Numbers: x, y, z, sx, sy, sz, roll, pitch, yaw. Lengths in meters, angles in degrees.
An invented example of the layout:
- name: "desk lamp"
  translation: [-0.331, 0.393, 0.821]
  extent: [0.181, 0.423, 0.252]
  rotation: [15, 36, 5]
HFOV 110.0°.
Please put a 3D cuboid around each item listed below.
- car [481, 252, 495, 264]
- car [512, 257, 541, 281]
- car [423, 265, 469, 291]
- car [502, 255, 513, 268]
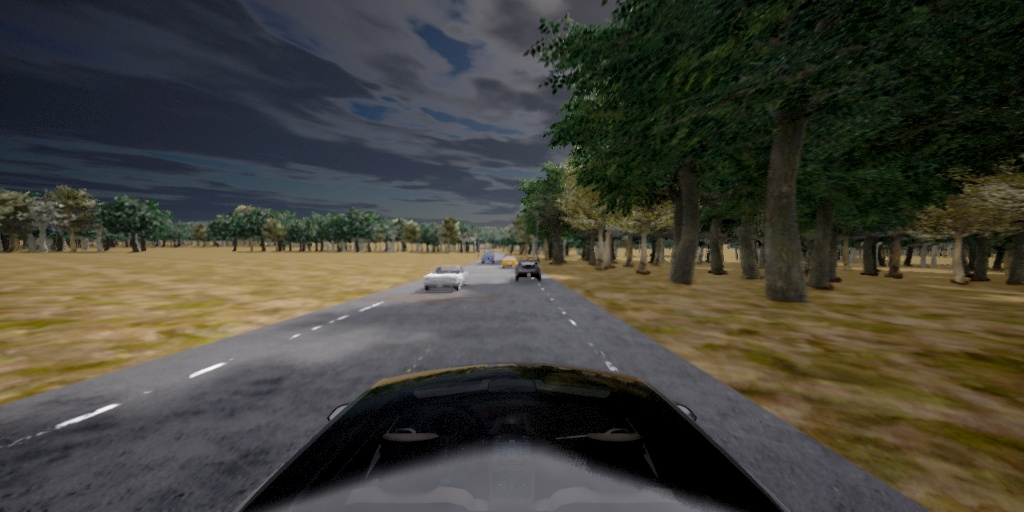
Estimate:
- name: "car"
  translation: [-4.089, 0.346, 62.122]
  extent: [2.150, 2.045, 5.566]
  rotation: [0, 1, -1]
- name: "car"
  translation: [1.137, 1.022, 26.829]
  extent: [1.837, 1.490, 4.892]
  rotation: [0, 0, 0]
- name: "car"
  translation: [-3.641, 1.184, 20.295]
  extent: [1.895, 1.301, 4.718]
  rotation: [0, 1, 0]
- name: "car"
  translation: [-0.320, 0.773, 48.125]
  extent: [1.882, 1.535, 5.008]
  rotation: [0, 1, 0]
